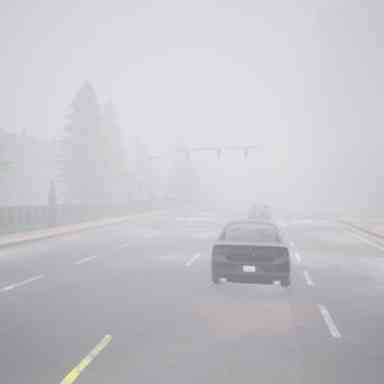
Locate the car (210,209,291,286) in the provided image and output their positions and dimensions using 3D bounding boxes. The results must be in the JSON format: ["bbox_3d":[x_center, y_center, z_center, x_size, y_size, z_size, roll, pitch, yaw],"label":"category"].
[{"bbox_3d":[1.711,1.505,9.627,1.882,1.535,5.008,0,0,11],"label":"car"}]

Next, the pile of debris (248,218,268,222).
[{"bbox_3d":[5.266,2.252,26.470,1.500,0.140,1.860,0,0,13],"label":"pile of debris"}]

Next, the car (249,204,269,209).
[{"bbox_3d":[5.263,1.622,26.034,2.033,1.411,5.357,0,0,12],"label":"car"}]

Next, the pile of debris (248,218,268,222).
[{"bbox_3d":[5.266,2.252,26.470,1.500,0.140,1.860,0,0,13],"label":"pile of debris"}]
